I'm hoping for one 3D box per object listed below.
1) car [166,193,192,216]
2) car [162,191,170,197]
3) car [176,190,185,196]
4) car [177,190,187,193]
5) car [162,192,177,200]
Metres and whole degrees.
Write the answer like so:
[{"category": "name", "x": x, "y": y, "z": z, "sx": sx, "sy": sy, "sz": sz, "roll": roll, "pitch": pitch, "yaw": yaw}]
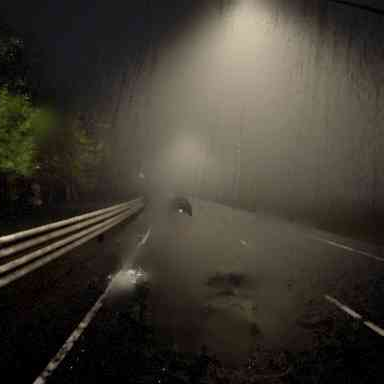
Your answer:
[{"category": "car", "x": -1.059, "y": 1.154, "z": 28.126, "sx": 1.837, "sy": 1.490, "sz": 4.892, "roll": 0, "pitch": 1, "yaw": -5}, {"category": "car", "x": -6.469, "y": 0.529, "z": 83.133, "sx": 1.895, "sy": 1.301, "sz": 4.718, "roll": 0, "pitch": 1, "yaw": -6}, {"category": "car", "x": -2.945, "y": 0.302, "z": 83.043, "sx": 2.033, "sy": 1.411, "sz": 5.357, "roll": 0, "pitch": 1, "yaw": -6}, {"category": "car", "x": -1.926, "y": 0.599, "z": 72.672, "sx": 2.033, "sy": 1.411, "sz": 5.357, "roll": 0, "pitch": 1, "yaw": -6}, {"category": "car", "x": -4.200, "y": 0.753, "z": 61.028, "sx": 1.812, "sy": 1.442, "sz": 4.674, "roll": 0, "pitch": 0, "yaw": -6}]
